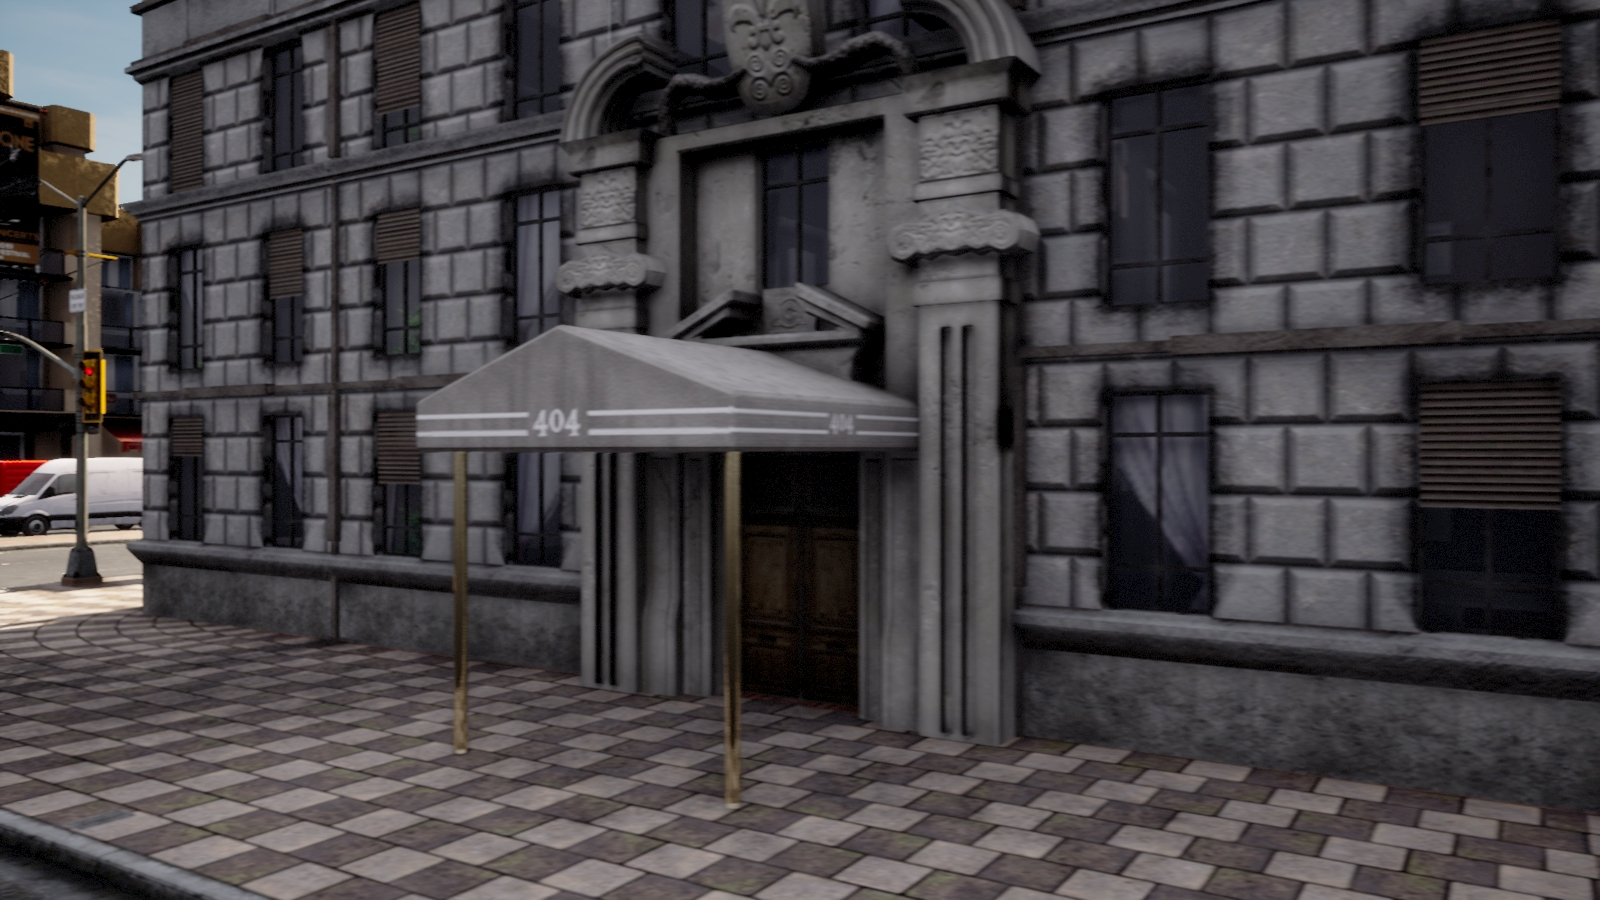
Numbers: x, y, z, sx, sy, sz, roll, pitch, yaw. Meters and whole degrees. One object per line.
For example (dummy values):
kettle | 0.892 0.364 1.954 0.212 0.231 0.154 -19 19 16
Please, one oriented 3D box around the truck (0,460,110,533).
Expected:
truck | -27.734 1.597 40.297 2.627 2.467 5.204 0 0 32

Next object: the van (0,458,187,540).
van | -24.401 1.560 39.012 1.988 2.561 5.915 0 0 32
